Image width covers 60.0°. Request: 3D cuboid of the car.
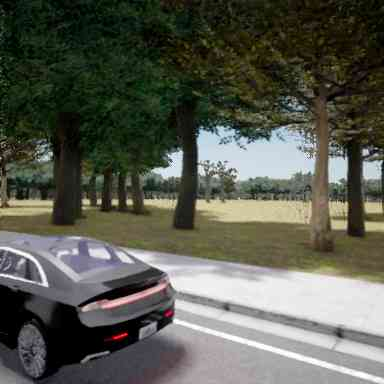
[{"bbox_3d":[-2.514,1.485,5.479,4.902,1.511,2.128,0,0,35],"label":"car"}]
